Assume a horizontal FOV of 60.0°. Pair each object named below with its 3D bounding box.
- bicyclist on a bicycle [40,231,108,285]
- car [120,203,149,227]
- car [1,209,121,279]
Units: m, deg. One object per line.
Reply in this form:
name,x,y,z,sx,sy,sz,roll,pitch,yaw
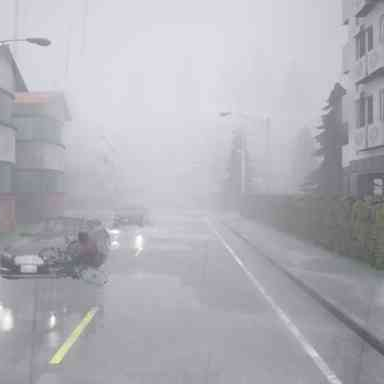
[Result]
bicyclist on a bicycle,-2.476,1.441,7.361,1.656,0.582,1.620,29,-52,-13
car,-4.040,1.505,22.611,1.837,1.490,4.892,0,0,-1
car,-3.795,1.491,10.074,2.128,1.511,4.902,0,0,-1
